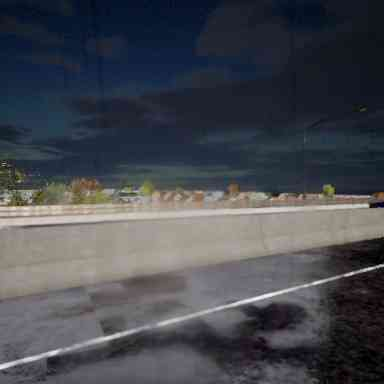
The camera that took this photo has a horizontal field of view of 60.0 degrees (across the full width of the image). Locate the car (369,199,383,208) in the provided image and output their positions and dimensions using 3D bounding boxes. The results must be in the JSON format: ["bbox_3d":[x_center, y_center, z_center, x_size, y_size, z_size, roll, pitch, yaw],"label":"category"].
[{"bbox_3d":[24.481,1.577,42.198,4.718,1.301,1.895,0,0,-34],"label":"car"}]
